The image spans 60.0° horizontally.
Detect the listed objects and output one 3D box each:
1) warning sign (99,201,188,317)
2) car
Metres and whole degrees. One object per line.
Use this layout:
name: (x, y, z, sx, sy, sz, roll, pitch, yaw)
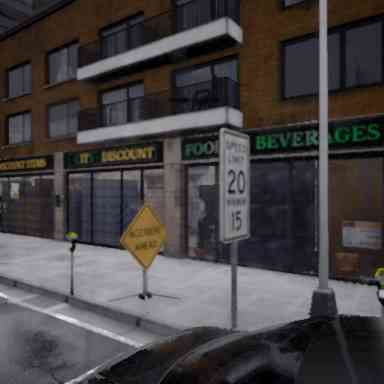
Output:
warning sign: (-0.886, 1.119, 6.270, 1.060, 1.860, 1.300, 0, 0, 35)
car: (1.007, 1.566, 2.090, 4.313, 1.339, 1.947, 0, 0, 35)
